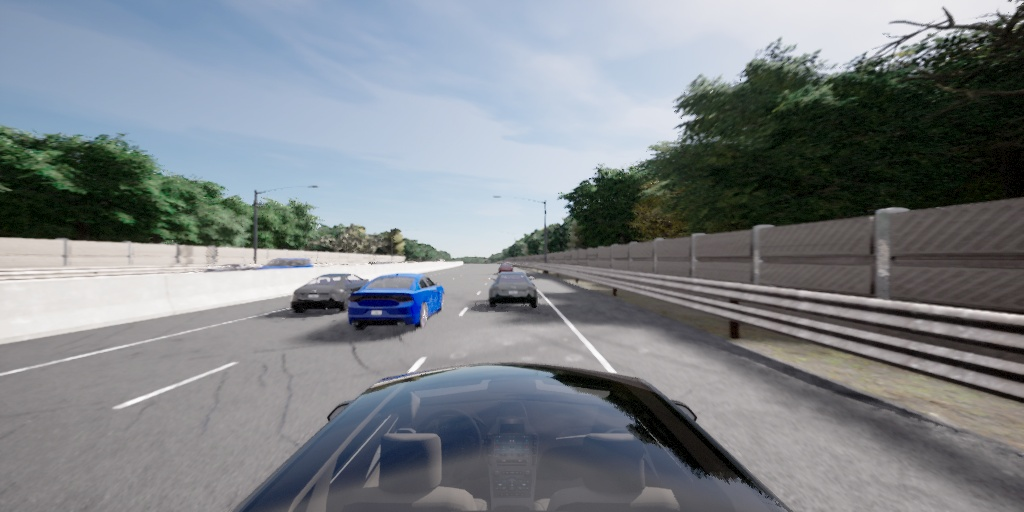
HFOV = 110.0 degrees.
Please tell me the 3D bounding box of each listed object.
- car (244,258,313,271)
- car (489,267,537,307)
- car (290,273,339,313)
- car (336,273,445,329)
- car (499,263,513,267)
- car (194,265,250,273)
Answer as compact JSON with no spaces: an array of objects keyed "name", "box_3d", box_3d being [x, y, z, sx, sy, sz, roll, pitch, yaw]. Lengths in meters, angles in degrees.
[{"name":"car","box_3d":[-17.875,1.169,28.291,2.150,2.045,5.566,0,-1,-1]},{"name":"car","box_3d":[0.022,1.391,15.941,1.994,1.385,4.181,0,0,-1]},{"name":"car","box_3d":[-6.961,1.394,14.542,1.994,1.385,4.181,0,0,-1]},{"name":"car","box_3d":[-3.427,1.283,11.493,1.882,1.535,5.008,0,0,0]},{"name":"car","box_3d":[-0.871,1.709,50.355,1.994,1.385,4.181,0,-1,-2]},{"name":"car","box_3d":[-21.320,1.525,25.280,1.895,1.301,4.718,0,0,-1]}]
